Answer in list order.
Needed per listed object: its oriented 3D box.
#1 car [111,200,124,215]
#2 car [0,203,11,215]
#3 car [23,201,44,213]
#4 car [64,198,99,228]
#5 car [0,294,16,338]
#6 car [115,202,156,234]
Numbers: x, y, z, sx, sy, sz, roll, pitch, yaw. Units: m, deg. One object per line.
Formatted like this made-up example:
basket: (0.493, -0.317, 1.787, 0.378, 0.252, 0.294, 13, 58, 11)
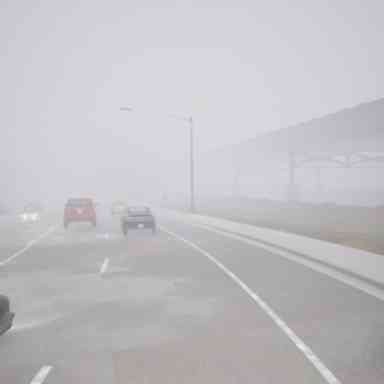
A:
car: (-8.323, 1.710, 38.301, 1.801, 1.575, 5.366, -1, 0, -15)
car: (-23.718, 2.073, 40.812, 1.812, 1.442, 4.674, -1, 0, -15)
car: (-21.055, 1.997, 44.293, 2.128, 1.511, 4.902, -1, 0, -15)
car: (-8.208, 1.432, 24.766, 2.150, 2.045, 5.566, -1, 0, -15)
car: (-3.446, 1.603, 2.525, 2.033, 1.411, 5.357, -1, 0, -4)
car: (-3.313, 1.594, 19.966, 2.128, 1.511, 4.902, -1, 0, -14)
